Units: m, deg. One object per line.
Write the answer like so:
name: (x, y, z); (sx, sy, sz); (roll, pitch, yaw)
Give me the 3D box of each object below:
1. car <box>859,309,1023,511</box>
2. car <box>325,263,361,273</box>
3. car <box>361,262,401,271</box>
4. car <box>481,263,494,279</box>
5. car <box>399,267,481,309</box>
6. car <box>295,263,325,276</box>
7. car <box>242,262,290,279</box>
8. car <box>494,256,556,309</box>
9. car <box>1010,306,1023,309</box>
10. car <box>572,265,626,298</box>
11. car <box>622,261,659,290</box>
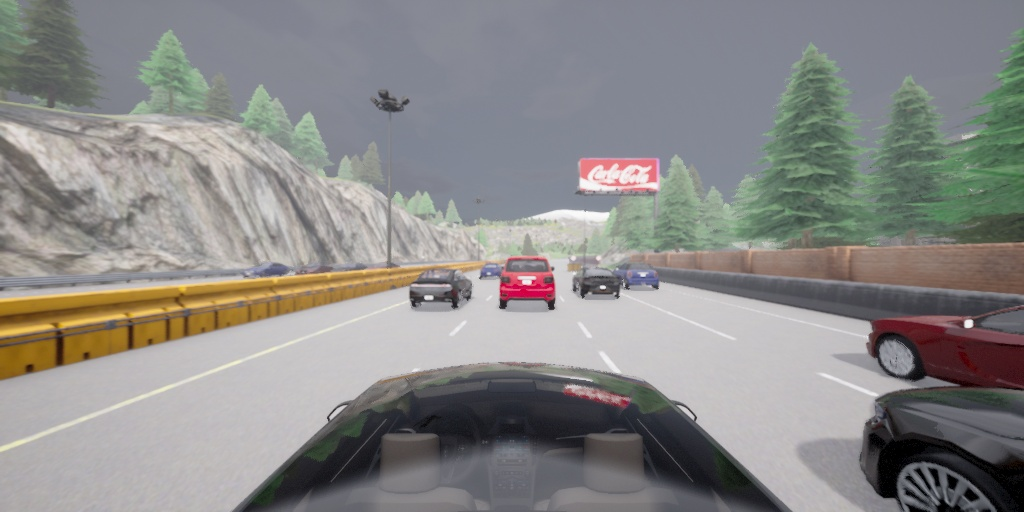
car: (3.670, 1.250, 0.795); (2.128, 1.511, 4.902); (0, 0, 0)
car: (-15.895, 1.368, 35.806); (2.033, 1.411, 5.357); (0, 0, 3)
car: (-12.437, 1.307, 35.044); (1.882, 1.535, 5.008); (0, 0, 3)
car: (-1.894, 1.383, 33.771); (1.812, 1.442, 4.674); (0, 0, 3)
car: (-2.849, 1.281, 15.188); (2.128, 1.511, 4.902); (0, 0, 3)
car: (-19.416, 1.373, 35.569); (1.994, 1.385, 4.181); (0, 0, 3)
car: (-23.034, 1.316, 33.834); (1.812, 1.442, 4.674); (0, 0, 4)
car: (0.672, 1.025, 15.472); (2.150, 2.045, 5.566); (0, 0, 3)
car: (7.204, 1.260, 4.271); (1.882, 1.535, 5.008); (0, 0, 1)
car: (4.354, 1.303, 19.132); (1.882, 1.535, 5.008); (0, 0, 3)
car: (8.118, 1.206, 24.026); (2.097, 1.767, 4.553); (0, 0, 3)
